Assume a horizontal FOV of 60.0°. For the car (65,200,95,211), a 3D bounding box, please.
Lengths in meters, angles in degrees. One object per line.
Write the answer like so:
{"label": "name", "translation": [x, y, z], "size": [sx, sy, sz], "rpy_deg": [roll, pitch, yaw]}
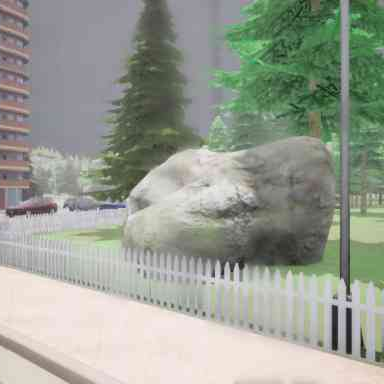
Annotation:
{"label": "car", "translation": [-12.755, 1.508, 39.046], "size": [1.994, 1.385, 4.181], "rpy_deg": [0, 0, 4]}

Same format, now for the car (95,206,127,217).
{"label": "car", "translation": [-6.710, 1.422, 31.103], "size": [1.882, 1.535, 5.008], "rpy_deg": [0, 0, 15]}

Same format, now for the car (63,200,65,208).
{"label": "car", "translation": [-16.382, 1.449, 45.890], "size": [1.837, 1.490, 4.892], "rpy_deg": [0, 0, -8]}

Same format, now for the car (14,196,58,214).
{"label": "car", "translation": [-16.670, 1.297, 35.855], "size": [2.097, 1.767, 4.553], "rpy_deg": [0, 0, 8]}

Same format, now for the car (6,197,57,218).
{"label": "car", "translation": [-14.413, 1.422, 30.208], "size": [1.882, 1.535, 5.008], "rpy_deg": [0, 0, 15]}
